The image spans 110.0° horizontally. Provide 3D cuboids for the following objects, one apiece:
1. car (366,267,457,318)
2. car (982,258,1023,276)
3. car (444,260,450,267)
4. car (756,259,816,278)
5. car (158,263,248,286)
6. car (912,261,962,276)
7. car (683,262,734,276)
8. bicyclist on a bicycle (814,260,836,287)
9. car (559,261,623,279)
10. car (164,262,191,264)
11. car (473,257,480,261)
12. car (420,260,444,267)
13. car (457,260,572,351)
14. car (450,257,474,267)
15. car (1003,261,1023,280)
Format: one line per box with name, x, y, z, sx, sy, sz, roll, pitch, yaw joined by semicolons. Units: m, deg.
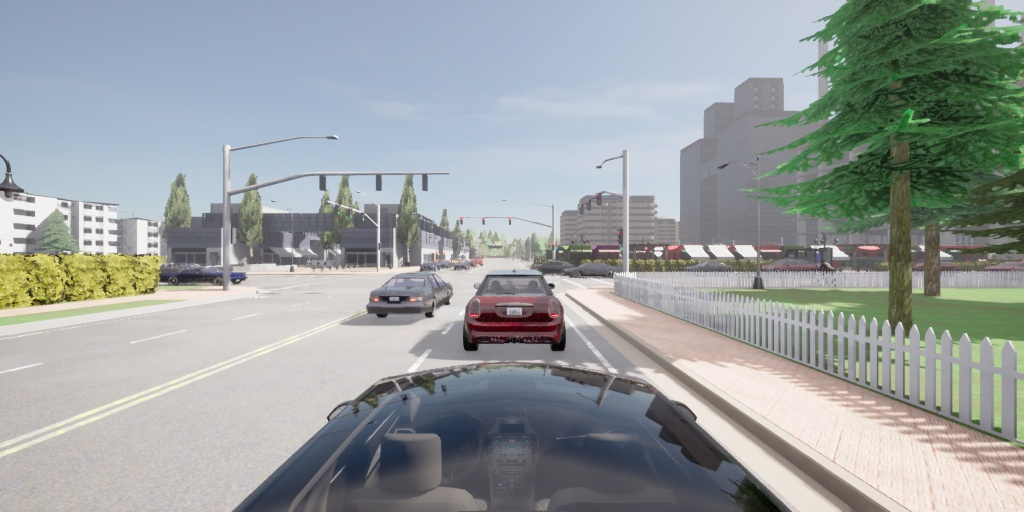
car;-3.419;1.297;12.975;2.033;1.411;5.357;0;0;0
car;46.629;1.228;33.102;5.008;1.535;1.882;0;0;-1
car;-10.602;1.297;56.176;2.033;1.411;5.357;0;0;0
car;24.822;1.102;32.635;4.553;1.767;2.097;0;0;-1
car;-20.883;1.351;24.388;4.718;1.301;1.895;0;0;-1
car;42.574;1.227;36.537;5.008;1.535;1.882;0;0;-1
car;19.678;1.276;35.989;4.674;1.442;1.812;0;0;-2
bicyclist on a bicycle;18.790;1.052;21.497;0.582;1.620;1.656;0;0;-1
car;7.210;1.297;32.199;5.357;1.411;2.033;0;0;-1
car;-25.393;1.241;27.784;4.902;1.511;2.128;0;0;-2
car;-7.085;1.351;61.040;1.895;1.301;4.718;0;0;0
car;-10.628;1.314;46.933;1.994;1.385;4.181;0;0;1
car;0.063;1.102;9.140;2.097;1.767;4.553;0;0;0
car;-7.098;1.297;51.454;2.033;1.411;5.357;0;0;0
car;43.877;1.314;29.449;4.181;1.385;1.994;0;0;-3
